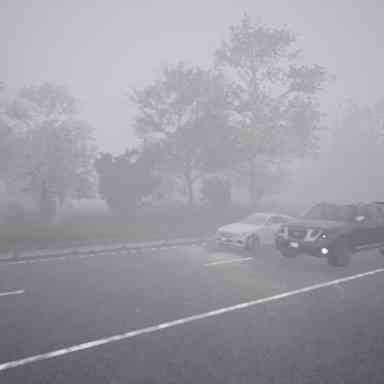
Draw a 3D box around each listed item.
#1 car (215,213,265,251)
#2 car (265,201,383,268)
[{"bbox_3d":[3.183,1.664,14.860,4.674,1.442,1.812,1,-1,-35],"label":"car"},{"bbox_3d":[5.519,1.365,12.229,5.566,2.045,2.150,1,-1,-36],"label":"car"}]
